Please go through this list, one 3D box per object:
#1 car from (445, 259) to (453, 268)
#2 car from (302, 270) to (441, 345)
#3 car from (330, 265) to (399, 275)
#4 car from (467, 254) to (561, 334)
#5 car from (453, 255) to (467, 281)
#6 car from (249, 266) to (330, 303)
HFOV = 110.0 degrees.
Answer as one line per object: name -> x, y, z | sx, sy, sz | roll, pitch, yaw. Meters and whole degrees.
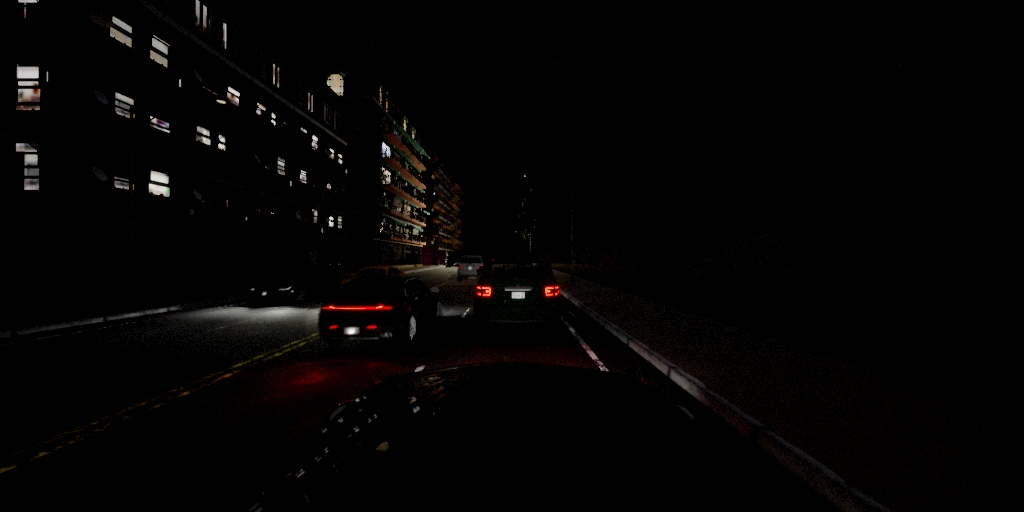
car -> -9.828, 1.258, 59.233 | 1.837, 1.490, 4.892 | 0, 0, 0
car -> -3.152, 1.253, 9.474 | 1.837, 1.490, 4.892 | 0, -1, 0
car -> -6.601, 1.230, 17.581 | 1.882, 1.535, 5.008 | 0, 0, 0
car -> 0.102, 0.973, 10.721 | 2.150, 2.045, 5.566 | 0, 0, -1
car -> -3.150, 0.976, 29.727 | 2.150, 2.045, 5.566 | 0, 0, 0
car -> -9.852, 1.257, 16.680 | 1.837, 1.490, 4.892 | 0, 0, 0
